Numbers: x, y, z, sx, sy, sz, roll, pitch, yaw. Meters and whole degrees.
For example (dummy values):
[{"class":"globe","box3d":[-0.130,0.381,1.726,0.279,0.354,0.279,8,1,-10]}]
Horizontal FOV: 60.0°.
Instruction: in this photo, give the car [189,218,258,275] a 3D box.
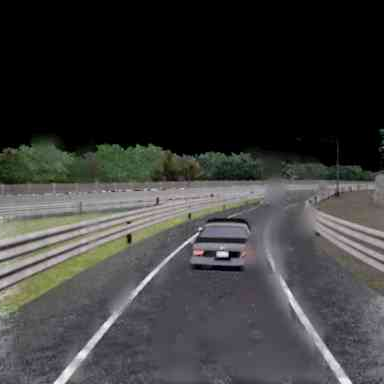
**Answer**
[{"class":"car","box3d":[1.104,1.525,10.485,2.033,1.411,5.357,0,0,8]}]

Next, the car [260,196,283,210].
[{"class":"car","box3d":[8.586,1.100,35.829,2.033,1.411,5.357,1,1,22]}]
